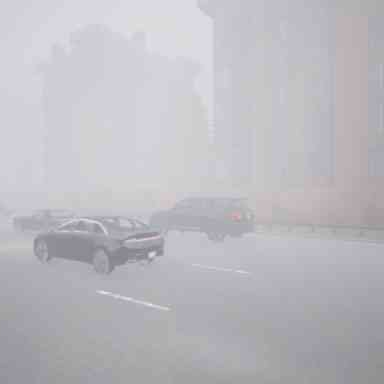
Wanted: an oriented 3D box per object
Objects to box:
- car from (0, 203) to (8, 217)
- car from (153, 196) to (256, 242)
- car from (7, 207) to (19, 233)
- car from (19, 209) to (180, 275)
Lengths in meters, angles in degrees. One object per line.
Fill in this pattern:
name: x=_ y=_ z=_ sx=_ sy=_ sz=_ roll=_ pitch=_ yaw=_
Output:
car: x=-18.201 y=1.600 z=29.893 sx=4.718 sy=1.301 sz=1.895 roll=0 pitch=0 yaw=36
car: x=0.406 y=1.223 z=16.605 sx=5.566 sy=2.045 sz=2.150 roll=0 pitch=0 yaw=36
car: x=-7.806 y=1.601 z=18.168 sx=4.718 sy=1.301 sz=1.895 roll=0 pitch=0 yaw=36
car: x=-3.046 y=1.491 z=10.470 sx=4.902 sy=1.511 sz=2.128 roll=0 pitch=0 yaw=36
